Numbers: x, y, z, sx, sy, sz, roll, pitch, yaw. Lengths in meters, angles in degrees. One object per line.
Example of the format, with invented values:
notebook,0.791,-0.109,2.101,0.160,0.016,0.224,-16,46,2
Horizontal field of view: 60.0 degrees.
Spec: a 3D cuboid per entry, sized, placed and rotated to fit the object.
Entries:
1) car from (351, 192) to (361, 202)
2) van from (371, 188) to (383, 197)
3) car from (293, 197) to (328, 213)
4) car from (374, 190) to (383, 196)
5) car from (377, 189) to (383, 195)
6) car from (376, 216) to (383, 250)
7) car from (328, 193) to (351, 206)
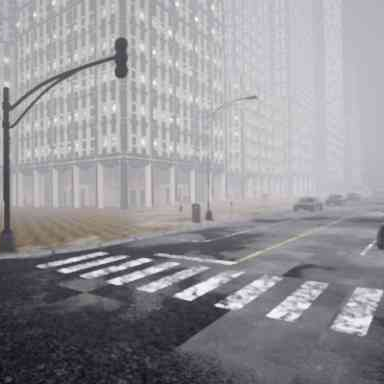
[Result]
car,23.765,0.719,49.084,1.887,1.381,4.507,0,1,35
van,40.059,0.051,72.145,1.690,1.788,3.998,0,1,35
car,10.730,1.118,30.632,1.947,1.339,4.313,0,1,35
car,43.320,0.183,76.761,1.947,1.339,4.313,0,1,35
car,46.578,-0.035,81.373,1.967,1.590,4.097,0,1,35
car,7.831,1.280,12.009,1.947,1.339,4.313,0,1,35
car,17.247,0.929,39.858,1.947,1.339,4.313,0,1,35
